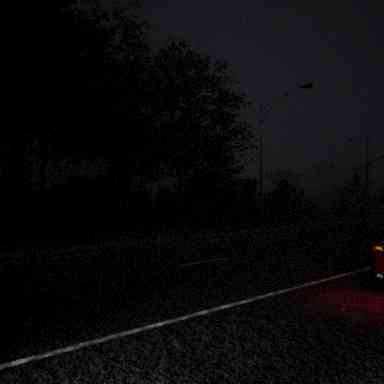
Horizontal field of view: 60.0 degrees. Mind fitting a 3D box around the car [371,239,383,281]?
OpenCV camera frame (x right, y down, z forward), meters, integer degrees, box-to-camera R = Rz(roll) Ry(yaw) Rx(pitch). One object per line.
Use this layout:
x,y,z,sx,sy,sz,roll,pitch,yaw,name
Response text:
6.496,1.451,8.384,5.008,1.535,1.882,0,0,-36,car
